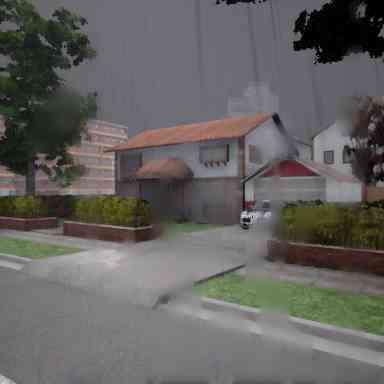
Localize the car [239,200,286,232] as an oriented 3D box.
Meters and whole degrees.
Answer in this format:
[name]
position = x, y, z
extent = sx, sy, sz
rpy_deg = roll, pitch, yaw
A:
[car]
position = 4.066, 1.168, 17.411
extent = 1.970, 1.475, 3.806
rpy_deg = 0, 0, 36
